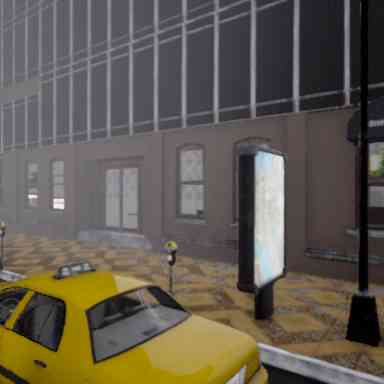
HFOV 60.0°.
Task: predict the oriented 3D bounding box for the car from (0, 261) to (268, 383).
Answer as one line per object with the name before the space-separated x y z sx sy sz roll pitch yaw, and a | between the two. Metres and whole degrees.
car | -1.570 1.513 3.995 4.829 1.417 1.752 0 0 36
